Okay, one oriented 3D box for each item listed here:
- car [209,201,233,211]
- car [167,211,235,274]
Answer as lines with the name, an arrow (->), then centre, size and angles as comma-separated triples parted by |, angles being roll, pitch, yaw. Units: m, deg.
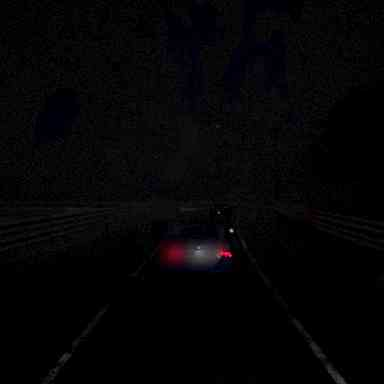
car -> 2.704, 1.535, 30.629 | 2.128, 1.511, 4.902 | -1, 0, 10
car -> 0.360, 1.566, 10.582 | 2.033, 1.411, 5.357 | 0, 0, 3
